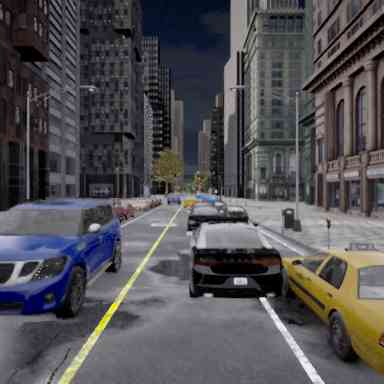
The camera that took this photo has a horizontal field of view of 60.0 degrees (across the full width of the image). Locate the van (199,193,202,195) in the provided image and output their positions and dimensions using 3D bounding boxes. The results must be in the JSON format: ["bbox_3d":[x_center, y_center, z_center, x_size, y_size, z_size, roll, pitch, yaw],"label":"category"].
[{"bbox_3d":[2.614,1.329,60.757,1.690,1.788,3.998,0,0,0],"label":"van"}]

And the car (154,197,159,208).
[{"bbox_3d":[-5.895,1.535,44.176,1.887,1.381,4.507,0,0,0],"label":"car"}]

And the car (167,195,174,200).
[{"bbox_3d":[-6.022,1.526,93.149,1.752,1.417,4.829,0,0,0],"label":"car"}]

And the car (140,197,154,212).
[{"bbox_3d":[-5.878,1.516,38.481,1.752,1.417,4.829,0,0,0],"label":"car"}]

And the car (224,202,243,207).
[{"bbox_3d":[2.713,1.545,22.082,2.008,1.369,4.403,0,0,0],"label":"car"}]

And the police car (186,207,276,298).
[{"bbox_3d":[0.877,1.423,8.650,1.930,1.638,5.238,0,0,0],"label":"police car"}]

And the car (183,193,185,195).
[{"bbox_3d":[-3.194,1.205,71.501,2.150,2.045,5.566,0,0,0],"label":"car"}]

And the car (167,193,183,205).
[{"bbox_3d":[-3.169,1.214,58.588,2.150,2.045,5.566,0,0,0],"label":"car"}]

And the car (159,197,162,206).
[{"bbox_3d":[-5.911,1.534,49.701,1.887,1.381,4.507,0,0,0],"label":"car"}]

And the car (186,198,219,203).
[{"bbox_3d":[0.732,1.473,24.514,1.882,1.535,5.008,0,0,-2],"label":"car"}]

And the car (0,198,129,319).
[{"bbox_3d":[-3.120,1.219,7.711,2.150,2.045,5.566,0,0,0],"label":"car"}]

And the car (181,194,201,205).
[{"bbox_3d":[-0.105,1.467,46.875,1.882,1.535,5.008,0,0,1],"label":"car"}]

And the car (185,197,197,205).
[{"bbox_3d":[-0.164,1.552,59.782,1.994,1.385,4.181,0,0,0],"label":"car"}]

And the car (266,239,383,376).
[{"bbox_3d":[2.756,1.524,5.677,1.752,1.417,4.829,0,0,0],"label":"car"}]

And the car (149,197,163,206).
[{"bbox_3d":[-5.928,1.533,55.226,1.887,1.381,4.507,0,0,0],"label":"car"}]

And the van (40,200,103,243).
[{"bbox_3d":[-5.812,1.337,16.549,1.690,1.788,3.998,0,0,0],"label":"van"}]

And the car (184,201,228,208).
[{"bbox_3d":[0.743,1.475,18.564,1.882,1.535,5.008,0,0,2],"label":"car"}]

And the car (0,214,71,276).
[{"bbox_3d":[-5.796,1.548,11.023,2.008,1.369,4.403,0,0,0],"label":"car"}]

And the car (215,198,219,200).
[{"bbox_3d":[2.685,1.574,33.132,1.802,1.307,4.206,0,0,0],"label":"car"}]

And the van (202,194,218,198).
[{"bbox_3d":[2.657,1.331,44.182,1.690,1.788,3.998,0,0,0],"label":"van"}]

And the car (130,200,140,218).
[{"bbox_3d":[-5.845,1.538,27.599,1.887,1.381,4.507,0,0,0],"label":"car"}]

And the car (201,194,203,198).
[{"bbox_3d":[2.627,1.533,55.232,1.887,1.381,4.507,0,0,0],"label":"car"}]
